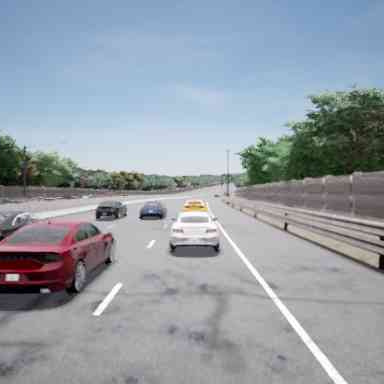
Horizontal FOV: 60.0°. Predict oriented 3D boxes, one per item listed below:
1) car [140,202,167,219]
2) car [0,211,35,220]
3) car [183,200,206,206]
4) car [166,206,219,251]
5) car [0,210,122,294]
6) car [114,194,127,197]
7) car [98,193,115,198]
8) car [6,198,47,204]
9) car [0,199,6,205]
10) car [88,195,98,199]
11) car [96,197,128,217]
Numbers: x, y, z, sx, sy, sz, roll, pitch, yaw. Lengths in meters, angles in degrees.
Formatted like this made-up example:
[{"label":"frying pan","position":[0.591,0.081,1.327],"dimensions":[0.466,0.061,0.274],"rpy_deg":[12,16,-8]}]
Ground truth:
[{"label":"car","position":[-3.270,1.525,28.806],"dimensions":[1.994,1.385,4.181],"rpy_deg":[0,0,1]},{"label":"car","position":[-6.902,1.479,12.889],"dimensions":[2.128,1.511,4.902],"rpy_deg":[0,0,0]},{"label":"car","position":[0.254,1.439,29.750],"dimensions":[1.882,1.535,5.008],"rpy_deg":[0,0,1]},{"label":"car","position":[0.102,1.512,13.857],"dimensions":[1.812,1.442,4.674],"rpy_deg":[0,0,0]},{"label":"car","position":[-3.416,1.470,8.820],"dimensions":[1.882,1.535,5.008],"rpy_deg":[0,0,0]},{"label":"car","position":[-15.715,1.506,77.027],"dimensions":[2.033,1.411,5.357],"rpy_deg":[0,0,3]},{"label":"car","position":[-19.211,1.184,77.194],"dimensions":[2.150,2.045,5.566],"rpy_deg":[0,0,3]},{"label":"car","position":[-17.333,1.434,35.954],"dimensions":[2.128,1.511,4.902],"rpy_deg":[0,0,1]},{"label":"car","position":[-20.838,1.467,35.810],"dimensions":[1.812,1.442,4.674],"rpy_deg":[0,0,1]},{"label":"car","position":[-22.704,1.453,77.419],"dimensions":[1.837,1.490,4.892],"rpy_deg":[0,0,3]},{"label":"car","position":[-6.777,1.465,28.389],"dimensions":[1.837,1.490,4.892],"rpy_deg":[0,0,1]}]
